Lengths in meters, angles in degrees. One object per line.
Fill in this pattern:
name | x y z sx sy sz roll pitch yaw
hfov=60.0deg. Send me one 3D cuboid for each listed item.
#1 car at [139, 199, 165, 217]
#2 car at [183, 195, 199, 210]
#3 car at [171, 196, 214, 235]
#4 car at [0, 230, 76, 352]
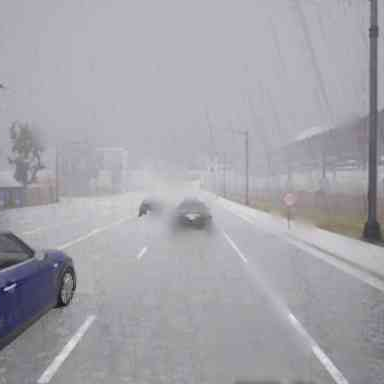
car | -3.552 1.370 29.616 1.837 1.490 4.892 0 0 0
car | -0.113 1.217 40.486 1.882 1.535 5.008 0 1 0
car | 0.008 1.262 18.259 2.097 1.767 4.553 0 0 0
car | -3.435 1.347 5.020 2.097 1.767 4.553 0 0 0
